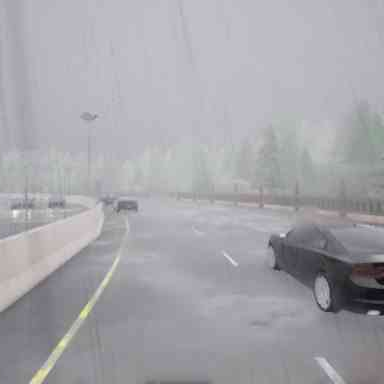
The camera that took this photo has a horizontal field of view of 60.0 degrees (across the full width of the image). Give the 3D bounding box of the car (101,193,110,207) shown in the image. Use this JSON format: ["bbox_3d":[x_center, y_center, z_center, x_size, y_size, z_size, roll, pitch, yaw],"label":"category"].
[{"bbox_3d":[-10.142,1.038,41.495,1.837,1.490,4.892,-1,1,-24],"label":"car"}]

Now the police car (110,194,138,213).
[{"bbox_3d":[-6.468,1.055,32.243,1.930,1.638,5.238,0,1,-19],"label":"police car"}]

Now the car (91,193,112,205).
[{"bbox_3d":[-12.806,0.983,46.917,1.837,1.490,4.892,-1,1,-28],"label":"car"}]

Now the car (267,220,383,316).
[{"bbox_3d":[3.173,1.370,7.457,1.882,1.535,5.008,0,1,-4],"label":"car"}]
